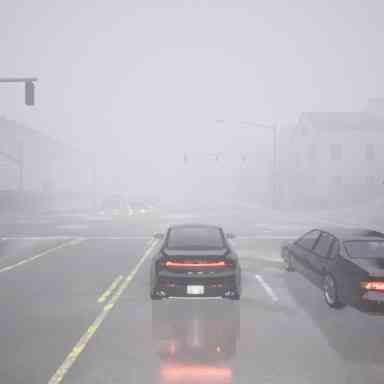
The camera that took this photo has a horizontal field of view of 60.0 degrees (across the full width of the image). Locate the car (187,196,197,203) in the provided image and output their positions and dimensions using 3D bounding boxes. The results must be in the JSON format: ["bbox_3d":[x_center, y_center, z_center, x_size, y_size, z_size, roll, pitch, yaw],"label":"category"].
[{"bbox_3d":[0.007,1.547,69.151,2.033,1.411,5.357,0,0,0],"label":"car"}]

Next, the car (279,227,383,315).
[{"bbox_3d":[3.576,1.547,7.808,2.033,1.411,5.357,0,0,0],"label":"car"}]

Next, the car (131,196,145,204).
[{"bbox_3d":[-10.527,1.505,65.388,1.837,1.490,4.892,0,0,0],"label":"car"}]

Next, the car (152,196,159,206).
[{"bbox_3d":[-7.085,1.505,54.619,1.837,1.490,4.892,0,0,0],"label":"car"}]

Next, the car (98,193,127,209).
[{"bbox_3d":[-10.596,1.221,44.950,2.150,2.045,5.566,0,0,0],"label":"car"}]

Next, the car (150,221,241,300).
[{"bbox_3d":[0.076,1.505,8.384,1.837,1.490,4.892,0,0,0],"label":"car"}]

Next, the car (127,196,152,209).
[{"bbox_3d":[-7.094,1.477,45.164,1.882,1.535,5.008,0,0,0],"label":"car"}]

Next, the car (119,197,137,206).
[{"bbox_3d":[-10.582,1.547,55.196,2.033,1.411,5.357,0,0,0],"label":"car"}]

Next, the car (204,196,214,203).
[{"bbox_3d":[3.505,1.545,69.150,2.033,1.411,5.357,0,0,0],"label":"car"}]

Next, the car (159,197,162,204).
[{"bbox_3d":[-7.032,1.547,65.030,2.033,1.411,5.357,0,0,1],"label":"car"}]
